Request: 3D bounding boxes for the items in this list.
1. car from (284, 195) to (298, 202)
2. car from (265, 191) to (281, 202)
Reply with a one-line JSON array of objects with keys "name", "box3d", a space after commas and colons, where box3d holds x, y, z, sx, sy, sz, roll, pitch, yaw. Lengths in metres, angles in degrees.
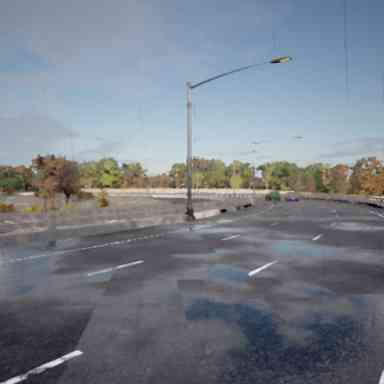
[{"name": "car", "box3d": [19.658, 1.182, 66.154, 1.994, 1.385, 4.181, 0, 0, 4]}, {"name": "car", "box3d": [16.258, 0.847, 67.029, 2.150, 2.045, 5.566, 0, 0, 1]}]
